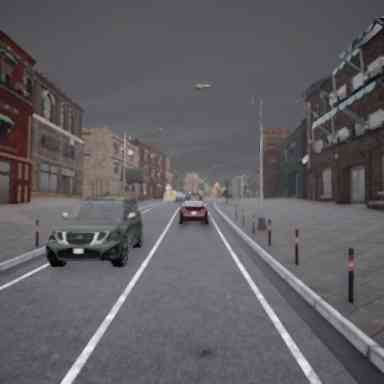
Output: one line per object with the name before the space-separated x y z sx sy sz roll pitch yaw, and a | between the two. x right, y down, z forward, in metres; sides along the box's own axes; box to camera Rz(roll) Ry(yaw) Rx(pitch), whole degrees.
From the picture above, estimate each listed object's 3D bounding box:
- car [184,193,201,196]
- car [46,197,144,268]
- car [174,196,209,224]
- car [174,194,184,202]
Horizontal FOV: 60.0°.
car | 0.443 0.941 41.442 2.033 1.649 4.856 0 0 2
car | -3.084 1.231 11.801 2.150 2.045 5.566 0 0 0
car | 0.129 1.324 23.676 2.163 1.488 4.792 0 2 0
car | -1.704 1.068 54.705 1.812 1.442 4.674 0 -1 7
